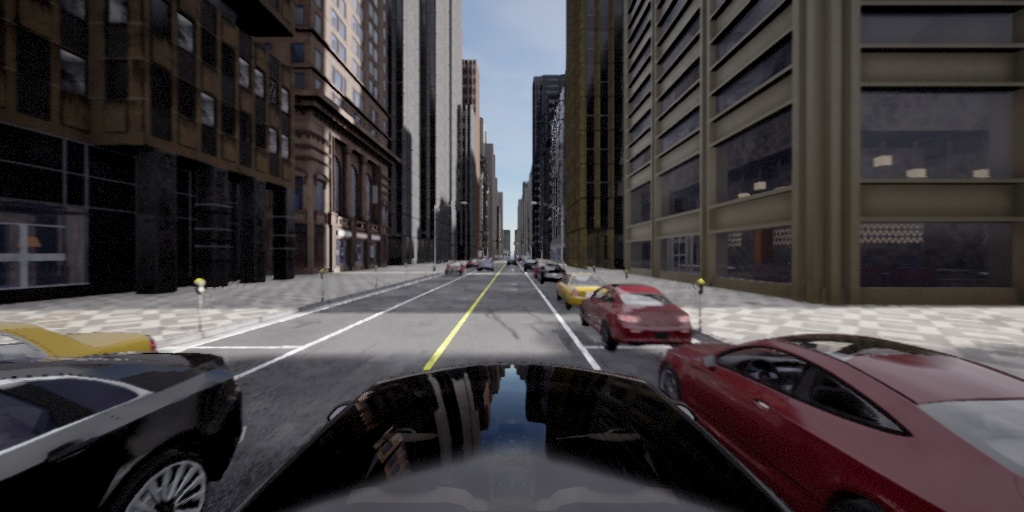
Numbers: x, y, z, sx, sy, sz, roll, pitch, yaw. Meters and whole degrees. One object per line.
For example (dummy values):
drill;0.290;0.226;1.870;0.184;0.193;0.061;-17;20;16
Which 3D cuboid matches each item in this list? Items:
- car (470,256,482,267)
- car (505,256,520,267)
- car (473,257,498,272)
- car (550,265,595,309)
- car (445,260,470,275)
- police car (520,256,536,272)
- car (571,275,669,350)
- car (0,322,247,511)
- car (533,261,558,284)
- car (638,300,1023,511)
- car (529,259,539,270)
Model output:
car;-5.754;1.142;53.640;1.888;1.381;4.507;0;0;0
car;0.010;1.077;62.741;1.837;1.490;4.892;0;0;0
car;-3.082;1.174;42.911;2.033;1.411;5.357;0;0;0
car;2.765;1.234;14.494;1.751;1.417;4.829;0;0;0
car;-5.757;1.226;36.785;1.802;1.307;4.207;0;0;0
police car;2.373;1.049;43.967;1.930;1.638;5.238;0;0;0
car;2.764;1.309;8.706;1.802;1.307;4.207;0;0;0
car;-3.100;1.244;0.884;2.128;1.511;4.902;0;0;0
car;2.767;1.242;25.562;1.948;1.339;4.313;0;0;0
car;2.763;1.328;3.087;1.802;1.307;4.207;0;0;0
car;2.768;1.206;31.181;1.888;1.381;4.507;0;0;0
